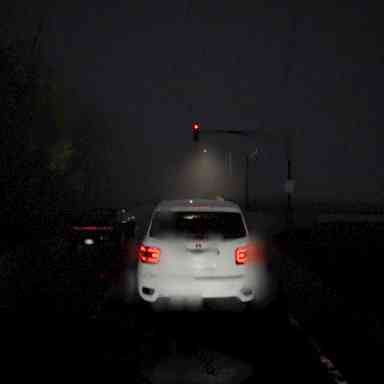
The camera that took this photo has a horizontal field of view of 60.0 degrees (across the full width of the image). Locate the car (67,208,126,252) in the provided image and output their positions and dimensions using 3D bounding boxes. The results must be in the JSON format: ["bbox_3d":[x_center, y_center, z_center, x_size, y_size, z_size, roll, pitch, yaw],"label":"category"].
[{"bbox_3d":[-3.398,1.406,13.400,2.128,1.511,4.902,0,0,0],"label":"car"}]

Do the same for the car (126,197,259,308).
[{"bbox_3d":[0.102,1.170,7.912,2.150,2.045,5.566,0,0,0],"label":"car"}]

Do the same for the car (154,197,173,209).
[{"bbox_3d":[-3.395,1.299,40.823,1.994,1.385,4.181,0,0,0],"label":"car"}]
